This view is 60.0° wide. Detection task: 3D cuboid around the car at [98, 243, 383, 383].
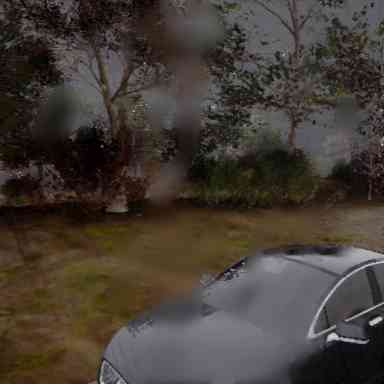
[{"bbox_3d":[1.354,1.473,4.037,4.892,1.490,1.837,0,1,-36],"label":"car"}]
